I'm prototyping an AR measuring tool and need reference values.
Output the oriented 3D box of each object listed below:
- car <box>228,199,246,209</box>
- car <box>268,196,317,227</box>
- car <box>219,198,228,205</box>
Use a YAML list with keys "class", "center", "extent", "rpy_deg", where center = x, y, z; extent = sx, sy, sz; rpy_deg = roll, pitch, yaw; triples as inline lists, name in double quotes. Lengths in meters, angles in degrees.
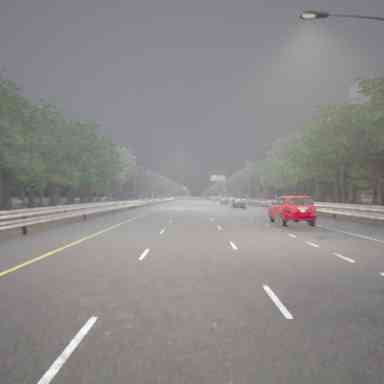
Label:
- class: "car"
  center: [7.147, 1.887, 52.147]
  extent: [1.812, 1.442, 4.674]
  rpy_deg: [0, -1, 0]
- class: "car"
  center: [7.029, 1.304, 23.718]
  extent: [2.150, 2.045, 5.566]
  rpy_deg: [0, 0, 0]
- class: "car"
  center: [7.313, 2.159, 75.858]
  extent: [2.128, 1.511, 4.902]
  rpy_deg: [0, -1, 0]
